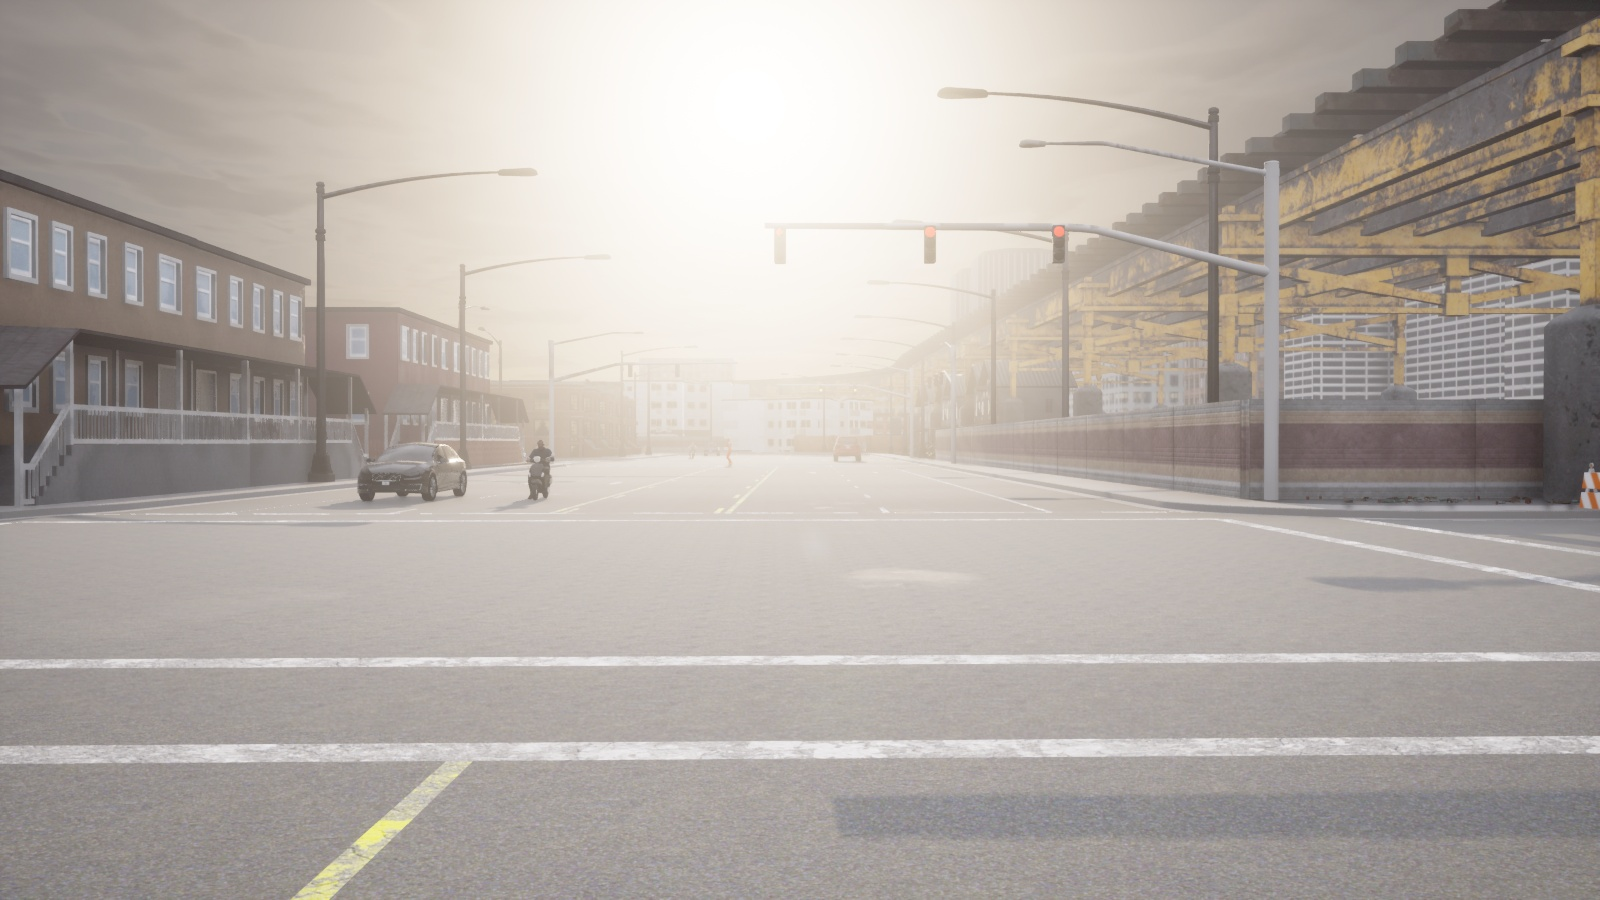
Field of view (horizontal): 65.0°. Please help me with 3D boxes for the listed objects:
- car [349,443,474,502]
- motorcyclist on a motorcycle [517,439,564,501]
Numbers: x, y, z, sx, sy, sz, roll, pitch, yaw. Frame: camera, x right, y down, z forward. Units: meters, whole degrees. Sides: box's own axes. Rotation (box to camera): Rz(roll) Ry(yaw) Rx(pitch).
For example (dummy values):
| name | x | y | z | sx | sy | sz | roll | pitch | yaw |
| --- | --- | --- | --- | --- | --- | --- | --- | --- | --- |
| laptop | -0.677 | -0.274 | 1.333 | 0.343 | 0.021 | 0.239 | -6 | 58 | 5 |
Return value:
| name | x | y | z | sx | sy | sz | roll | pitch | yaw |
| --- | --- | --- | --- | --- | --- | --- | --- | --- | --- |
| car | -10.382 | 0.552 | 33.928 | 1.837 | 1.490 | 4.892 | 0 | 0 | 0 |
| motorcyclist on a motorcycle | -6.884 | 0.506 | 33.335 | 0.866 | 1.590 | 1.817 | 0 | 0 | 0 |
